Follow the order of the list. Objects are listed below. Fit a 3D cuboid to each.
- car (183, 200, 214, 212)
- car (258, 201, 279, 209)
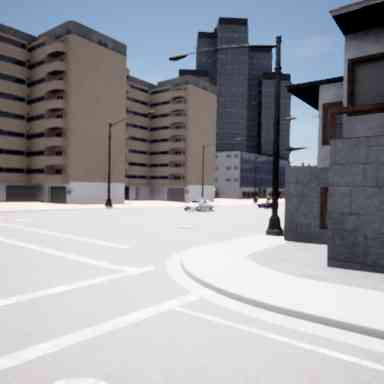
[{"bbox_3d":[0.885,1.629,39.719,1.812,1.442,4.674,2,0,37],"label":"car"},{"bbox_3d":[12.633,2.125,55.273,1.895,1.301,4.718,2,0,37],"label":"car"}]
